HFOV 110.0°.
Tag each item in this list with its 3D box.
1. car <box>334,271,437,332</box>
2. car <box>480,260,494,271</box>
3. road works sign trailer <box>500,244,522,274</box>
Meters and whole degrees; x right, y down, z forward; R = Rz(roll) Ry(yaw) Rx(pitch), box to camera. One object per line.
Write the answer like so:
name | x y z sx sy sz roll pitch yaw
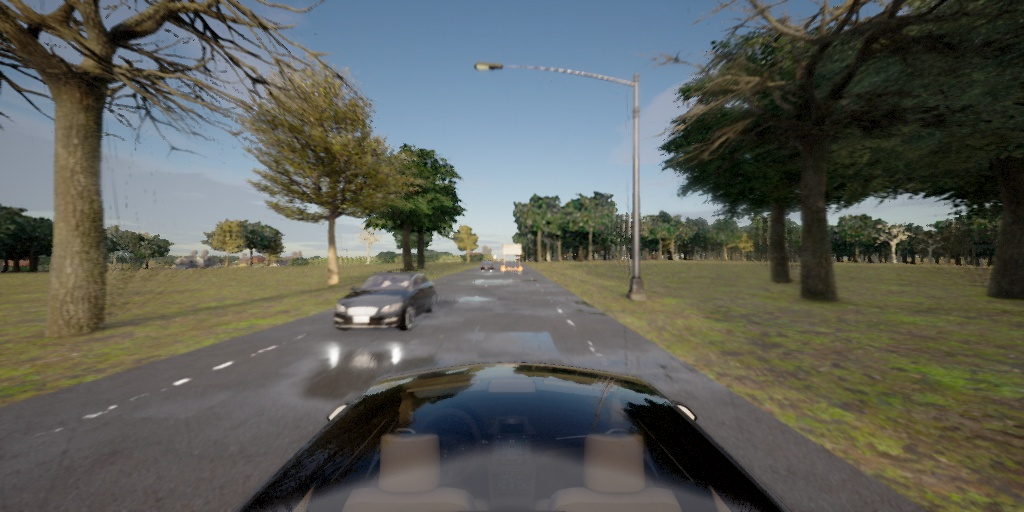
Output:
car | -3.591 1.245 10.997 2.128 1.511 4.902 0 0 0
car | -3.543 1.336 51.940 2.033 1.411 5.357 0 0 1
road works sign trailer | -0.003 0.242 42.730 2.380 3.560 2.880 0 0 0
